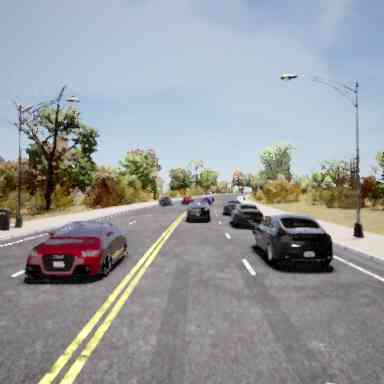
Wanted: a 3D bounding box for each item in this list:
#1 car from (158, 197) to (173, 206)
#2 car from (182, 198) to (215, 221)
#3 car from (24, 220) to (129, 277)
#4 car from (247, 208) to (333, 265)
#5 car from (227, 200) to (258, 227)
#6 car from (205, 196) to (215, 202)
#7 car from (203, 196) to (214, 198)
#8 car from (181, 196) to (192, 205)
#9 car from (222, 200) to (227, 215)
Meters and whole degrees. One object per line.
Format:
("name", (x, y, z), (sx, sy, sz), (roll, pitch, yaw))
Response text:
("car", (-4.328, 1.531, 54.797), (1.837, 1.490, 4.892), (0, -1, 5))
("car", (0.582, 1.523, 27.510), (2.128, 1.511, 4.902), (0, 0, 3))
("car", (-3.237, 1.580, 10.135), (1.994, 1.385, 4.181), (0, 0, 1))
("car", (3.367, 1.525, 11.837), (1.837, 1.490, 4.892), (0, 0, 1))
("car", (3.653, 1.534, 22.758), (1.837, 1.490, 4.892), (0, 0, 2))
("car", (4.008, 1.540, 74.075), (1.994, 1.385, 4.181), (0, 0, 6))
("car", (2.464, 1.542, 56.585), (1.812, 1.442, 4.674), (0, 0, 5))
("car", (-0.780, 1.497, 58.143), (1.882, 1.535, 5.008), (0, 0, 5))
("car", (4.109, 1.534, 33.675), (1.837, 1.490, 4.892), (0, 0, 3))
